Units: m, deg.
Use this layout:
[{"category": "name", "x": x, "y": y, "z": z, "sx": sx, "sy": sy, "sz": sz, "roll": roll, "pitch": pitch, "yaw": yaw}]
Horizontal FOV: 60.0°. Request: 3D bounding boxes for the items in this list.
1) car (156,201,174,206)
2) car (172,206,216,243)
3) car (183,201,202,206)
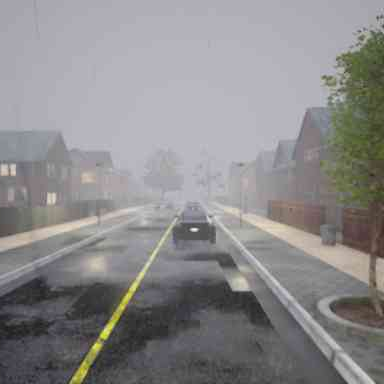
[{"category": "car", "x": -2.748, "y": 1.235, "z": 34.322, "sx": 2.128, "sy": 1.511, "sz": 4.902, "roll": 0, "pitch": 0, "yaw": 0}, {"category": "car", "x": 0.100, "y": 1.587, "z": 16.188, "sx": 1.994, "sy": 1.385, "sz": 4.181, "roll": 0, "pitch": 0, "yaw": 0}, {"category": "car", "x": 0.103, "y": 1.645, "z": 34.571, "sx": 2.033, "sy": 1.411, "sz": 5.357, "roll": 0, "pitch": 0, "yaw": 0}]
